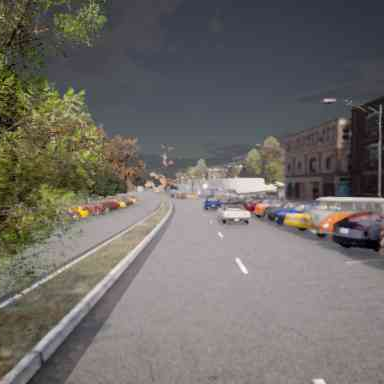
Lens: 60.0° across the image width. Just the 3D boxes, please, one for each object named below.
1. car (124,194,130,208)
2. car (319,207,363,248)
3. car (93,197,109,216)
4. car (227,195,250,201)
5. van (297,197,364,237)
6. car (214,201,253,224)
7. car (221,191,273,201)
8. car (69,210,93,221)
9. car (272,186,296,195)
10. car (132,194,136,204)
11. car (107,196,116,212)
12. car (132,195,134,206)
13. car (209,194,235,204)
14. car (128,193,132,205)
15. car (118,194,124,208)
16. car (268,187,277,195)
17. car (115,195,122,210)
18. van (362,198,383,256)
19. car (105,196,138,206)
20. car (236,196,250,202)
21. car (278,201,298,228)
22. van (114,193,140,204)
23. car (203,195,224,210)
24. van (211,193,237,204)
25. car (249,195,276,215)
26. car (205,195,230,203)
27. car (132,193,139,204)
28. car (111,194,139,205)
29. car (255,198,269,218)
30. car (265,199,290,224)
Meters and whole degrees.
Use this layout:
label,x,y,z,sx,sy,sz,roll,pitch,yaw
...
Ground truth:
label,x,y,z,sx,sy,sz,roll,pitch,yaw
car,-11.312,1.501,43.339,5.366,1.575,1.946,-1,0,-23
car,7.792,1.508,13.042,4.792,1.488,2.163,1,0,-20
car,-10.699,1.531,31.561,4.792,1.488,2.163,-1,0,-21
car,7.303,1.461,40.187,5.008,1.535,2.097,1,0,-23
van,7.656,1.249,15.998,4.442,1.987,1.878,1,0,-20
car,3.022,1.591,24.940,1.895,1.301,4.718,0,0,-1
car,7.142,1.207,43.191,5.566,2.045,2.435,1,0,-23
car,-10.528,1.501,25.652,5.008,1.535,2.097,-1,0,-21
car,22.924,-0.423,82.985,2.435,2.045,5.566,-7,4,-30
car,-11.679,1.542,52.281,4.674,1.452,2.002,-1,0,-24
car,-10.733,1.530,34.555,4.792,1.488,2.163,-1,0,-22
car,-11.479,1.541,49.327,4.674,1.452,2.002,-1,0,-23
car,5.754,1.321,64.315,4.553,1.767,2.185,1,0,-25
car,-11.276,1.375,46.381,4.553,1.767,2.185,-1,0,-23
car,-11.029,1.376,40.449,4.553,1.767,2.185,-1,0,-22
car,19.978,0.157,82.468,2.002,1.452,4.674,-7,4,-30
car,-10.863,1.500,37.497,5.008,1.535,2.097,-1,0,-22
van,7.661,1.252,9.973,4.442,1.987,1.878,1,0,-20
car,-12.297,1.502,58.110,5.366,1.575,1.946,-1,0,-24
car,7.504,1.465,34.152,5.008,1.535,2.097,1,0,-22
car,7.922,1.474,19.126,5.366,1.575,1.946,1,0,-20
van,-12.544,1.275,64.139,4.442,1.987,1.878,-1,0,-25
car,2.489,1.461,42.585,1.882,1.535,5.008,0,0,-2
van,5.882,1.221,61.242,4.442,1.987,1.878,1,0,-25
car,7.628,1.343,28.106,4.553,1.767,2.185,1,0,-21
car,5.335,1.478,70.290,4.792,1.488,2.163,1,0,-26
car,-11.731,1.496,55.316,5.366,1.575,1.946,-1,0,-24
car,-12.348,1.376,61.151,4.553,1.767,2.185,-1,0,-25
car,7.685,1.472,25.087,4.892,1.521,2.231,1,0,-21
car,7.740,1.473,22.069,5.008,1.535,2.097,1,0,-21
